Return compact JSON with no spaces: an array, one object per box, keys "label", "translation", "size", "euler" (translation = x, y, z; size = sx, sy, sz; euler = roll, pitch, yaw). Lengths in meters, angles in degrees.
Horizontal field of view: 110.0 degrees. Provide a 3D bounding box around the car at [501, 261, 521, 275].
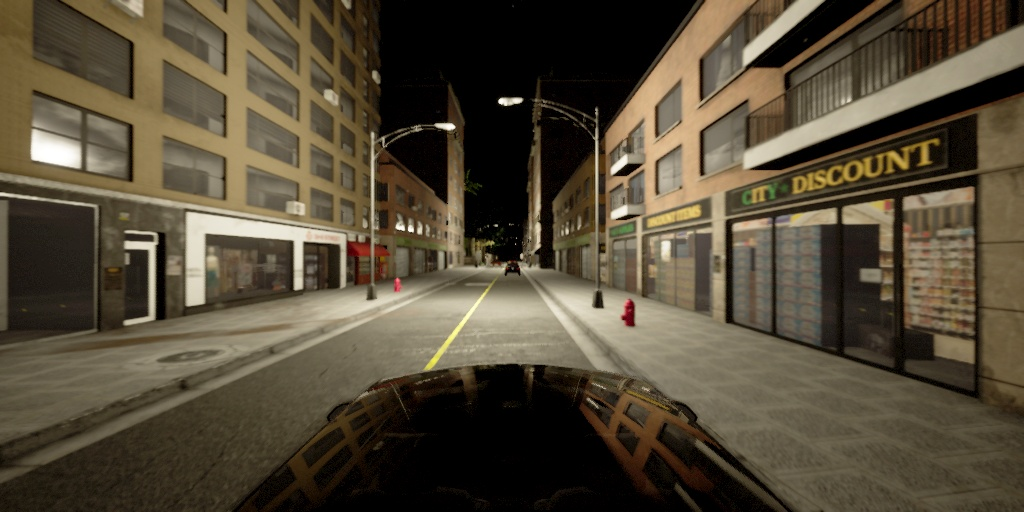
[{"label":"car","translation":[0.081,1.480,42.442],"size":[2.033,1.411,5.357],"euler":[0,0,0]}]
